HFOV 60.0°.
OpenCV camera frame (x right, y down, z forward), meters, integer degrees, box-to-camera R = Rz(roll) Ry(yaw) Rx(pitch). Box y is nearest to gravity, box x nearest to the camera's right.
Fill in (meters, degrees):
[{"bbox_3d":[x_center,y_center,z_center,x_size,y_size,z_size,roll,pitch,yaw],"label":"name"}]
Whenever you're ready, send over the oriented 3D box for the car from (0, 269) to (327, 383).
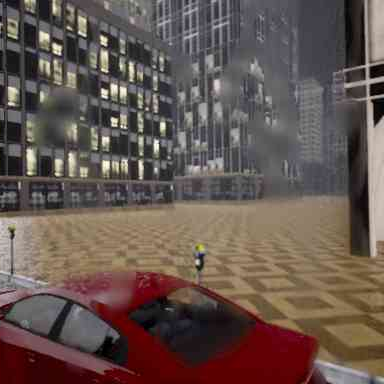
[{"bbox_3d":[-0.972,1.541,3.581,4.507,1.381,1.887,0,-1,35],"label":"car"}]
